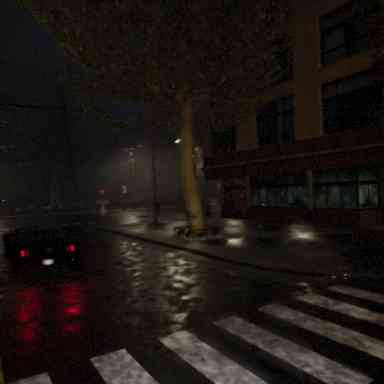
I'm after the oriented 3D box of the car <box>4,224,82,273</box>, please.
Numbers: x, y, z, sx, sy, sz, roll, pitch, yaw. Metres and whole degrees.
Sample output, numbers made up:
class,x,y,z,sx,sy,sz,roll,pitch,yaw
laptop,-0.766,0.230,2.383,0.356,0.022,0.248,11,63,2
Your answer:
class,x,y,z,sx,sy,sz,roll,pitch,yaw
car,-5.306,1.752,11.407,1.895,1.301,4.718,-2,0,-32

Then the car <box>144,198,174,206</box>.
class,x,y,z,sx,sy,sz,roll,pitch,yaw
car,-5.349,1.643,54.104,4.718,1.301,1.895,-2,0,-32

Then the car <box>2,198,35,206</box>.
class,x,y,z,sx,sy,sz,roll,pitch,yaw
car,-31.274,2.321,60.536,4.786,1.482,2.161,-2,0,-32

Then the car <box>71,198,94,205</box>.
class,x,y,z,sx,sy,sz,roll,pitch,yaw
car,-23.157,1.926,70.522,4.674,1.452,2.002,-2,0,-32
